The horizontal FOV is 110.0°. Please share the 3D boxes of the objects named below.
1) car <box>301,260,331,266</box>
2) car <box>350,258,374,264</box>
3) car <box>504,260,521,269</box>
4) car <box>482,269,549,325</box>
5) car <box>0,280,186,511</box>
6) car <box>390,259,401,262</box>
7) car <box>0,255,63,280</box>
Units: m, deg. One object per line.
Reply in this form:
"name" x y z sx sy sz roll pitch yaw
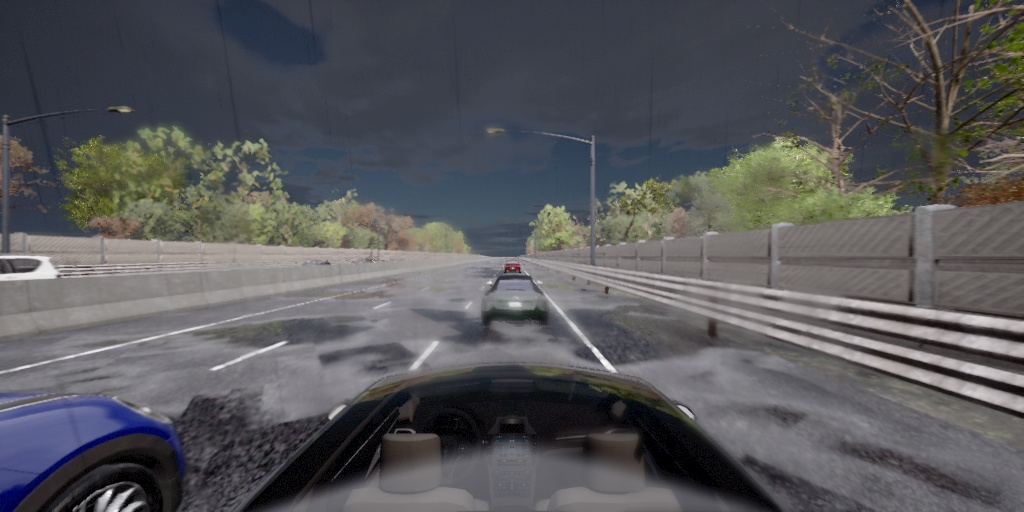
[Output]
"car" -24.597 1.252 45.039 2.128 1.511 4.902 0 0 0
"car" -21.083 1.114 50.407 2.097 1.767 4.553 0 0 0
"car" 0.087 1.237 43.634 1.882 1.535 5.008 0 0 0
"car" 0.097 1.316 11.906 1.994 1.385 4.181 0 0 0
"car" -3.402 1.102 0.670 2.097 1.767 4.553 0 0 0
"car" -17.578 1.254 53.411 2.128 1.511 4.902 0 0 0
"car" -17.603 0.974 10.834 2.150 2.045 5.566 0 0 0
